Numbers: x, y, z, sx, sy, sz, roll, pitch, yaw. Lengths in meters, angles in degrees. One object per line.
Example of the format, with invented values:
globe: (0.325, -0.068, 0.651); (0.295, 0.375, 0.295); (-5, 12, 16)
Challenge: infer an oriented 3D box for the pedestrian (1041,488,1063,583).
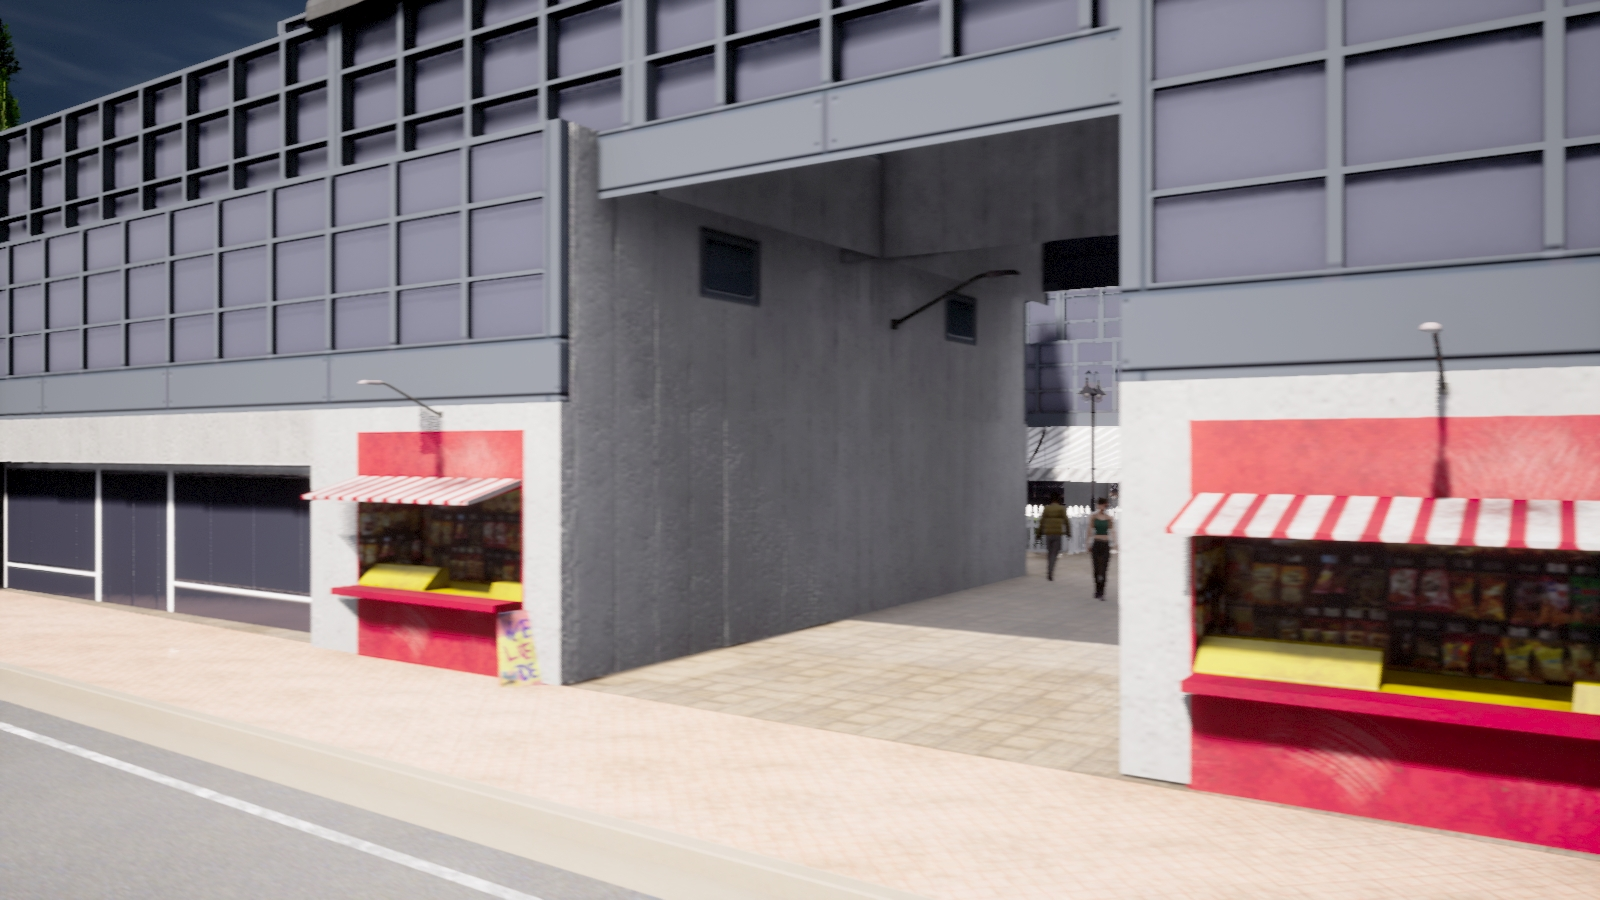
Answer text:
pedestrian: (5.033, 1.701, 22.827); (0.375, 1.860, 0.375); (0, 0, 21)

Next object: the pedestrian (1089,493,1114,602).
pedestrian: (5.272, 1.699, 19.982); (0.375, 1.860, 0.375); (0, 0, 9)
